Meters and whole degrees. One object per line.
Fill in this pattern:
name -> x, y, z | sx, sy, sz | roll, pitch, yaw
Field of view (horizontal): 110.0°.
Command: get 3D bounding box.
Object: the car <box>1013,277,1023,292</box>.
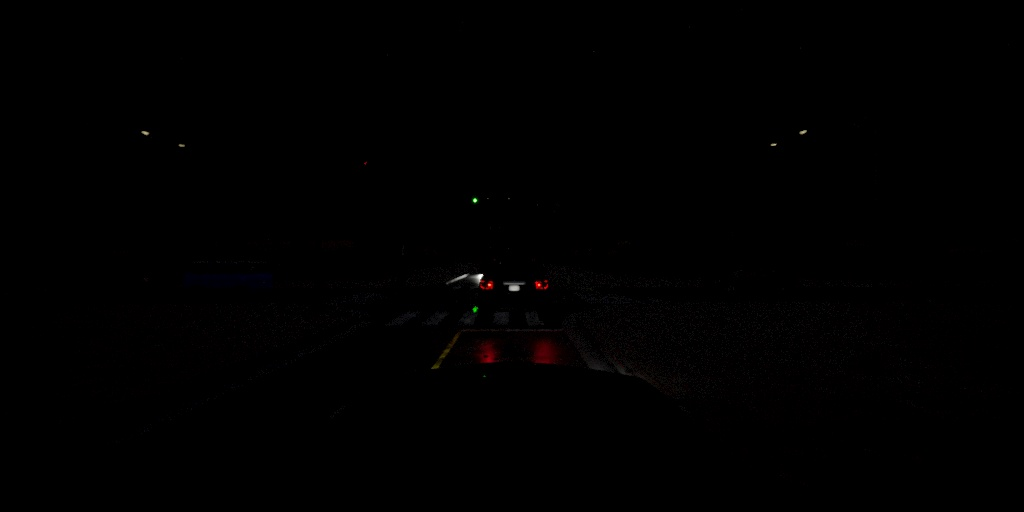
car -> 29.294, 1.281, 18.893 | 4.207, 1.307, 1.802 | 0, 0, 0

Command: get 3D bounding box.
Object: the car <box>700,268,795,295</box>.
car -> 12.257, 1.276, 18.809 | 4.403, 1.370, 2.007 | 0, 0, 0

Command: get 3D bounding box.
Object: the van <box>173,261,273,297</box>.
van -> -14.745, 1.134, 18.676 | 3.998, 1.789, 1.690 | 0, 0, 0

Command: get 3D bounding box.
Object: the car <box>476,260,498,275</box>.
car -> -2.846, 1.288, 41.811 | 2.128, 1.511, 4.902 | 0, 0, 0

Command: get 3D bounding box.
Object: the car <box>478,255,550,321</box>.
car -> 0.076, 0.981, 12.662 | 2.150, 2.045, 5.566 | 0, 0, 0

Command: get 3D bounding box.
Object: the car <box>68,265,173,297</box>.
car -> -20.220, 1.249, 18.648 | 4.097, 1.591, 1.967 | 0, 0, 0

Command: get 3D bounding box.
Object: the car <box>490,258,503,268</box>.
car -> -2.764, 1.197, 64.634 | 2.097, 1.767, 4.553 | 0, 0, 0
